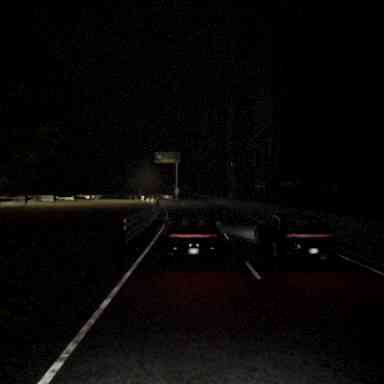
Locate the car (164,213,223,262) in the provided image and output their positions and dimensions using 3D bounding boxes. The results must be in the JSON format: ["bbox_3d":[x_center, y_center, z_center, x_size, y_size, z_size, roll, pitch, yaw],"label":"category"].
[{"bbox_3d":[0.064,1.504,12.084,2.128,1.511,4.902,0,0,0],"label":"car"}]

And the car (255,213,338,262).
[{"bbox_3d":[3.565,1.504,12.118,2.128,1.511,4.902,0,0,0],"label":"car"}]
